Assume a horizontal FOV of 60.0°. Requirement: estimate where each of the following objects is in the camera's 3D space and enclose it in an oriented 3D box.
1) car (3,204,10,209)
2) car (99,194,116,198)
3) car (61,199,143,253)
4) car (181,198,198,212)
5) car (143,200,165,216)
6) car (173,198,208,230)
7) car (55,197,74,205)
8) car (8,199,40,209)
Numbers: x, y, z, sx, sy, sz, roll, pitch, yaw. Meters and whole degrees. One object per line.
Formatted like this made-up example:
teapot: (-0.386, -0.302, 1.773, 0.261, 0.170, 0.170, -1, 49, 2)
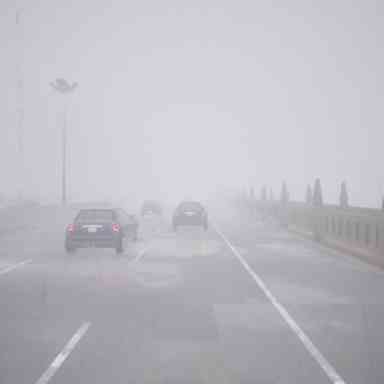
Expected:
car: (-6.983, 1.357, 8.447, 2.097, 1.767, 4.553, 0, 0, -1)
car: (-14.645, 1.288, 57.722, 2.150, 2.045, 5.566, 0, 0, -1)
car: (-3.538, 1.355, 13.857, 2.097, 1.767, 4.553, 0, 0, -1)
car: (-0.340, 1.479, 39.242, 1.882, 1.535, 5.008, 0, 0, -1)
car: (-3.745, 1.509, 32.021, 1.837, 1.490, 4.892, 0, 0, -1)
car: (-0.121, 1.353, 21.355, 2.097, 1.767, 4.553, 0, 0, -1)
car: (-21.633, 1.582, 56.670, 1.837, 1.490, 4.892, 0, 0, -1)
car: (-17.947, 1.491, 35.254, 1.882, 1.535, 5.008, 0, 0, 0)
